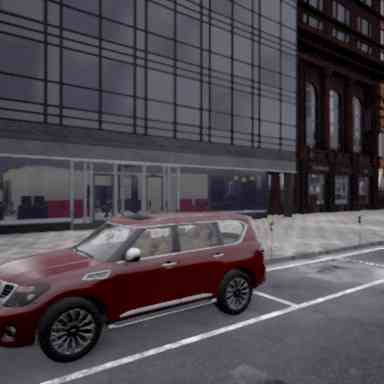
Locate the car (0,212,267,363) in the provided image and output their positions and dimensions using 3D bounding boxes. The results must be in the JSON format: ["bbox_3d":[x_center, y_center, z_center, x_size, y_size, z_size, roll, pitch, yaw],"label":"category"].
[{"bbox_3d":[-0.801,1.331,6.082,5.009,1.841,2.192,0,0,-35],"label":"car"}]
